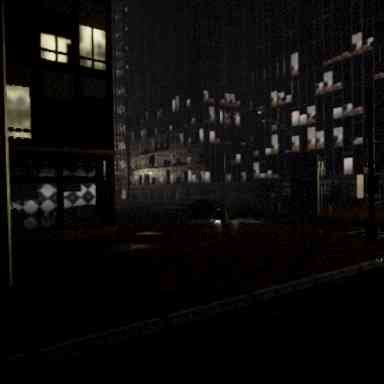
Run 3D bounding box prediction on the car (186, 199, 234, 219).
[{"bbox_3d":[1.416,1.325,27.761,1.882,1.535,5.008,-2,1,-35],"label":"car"}]
